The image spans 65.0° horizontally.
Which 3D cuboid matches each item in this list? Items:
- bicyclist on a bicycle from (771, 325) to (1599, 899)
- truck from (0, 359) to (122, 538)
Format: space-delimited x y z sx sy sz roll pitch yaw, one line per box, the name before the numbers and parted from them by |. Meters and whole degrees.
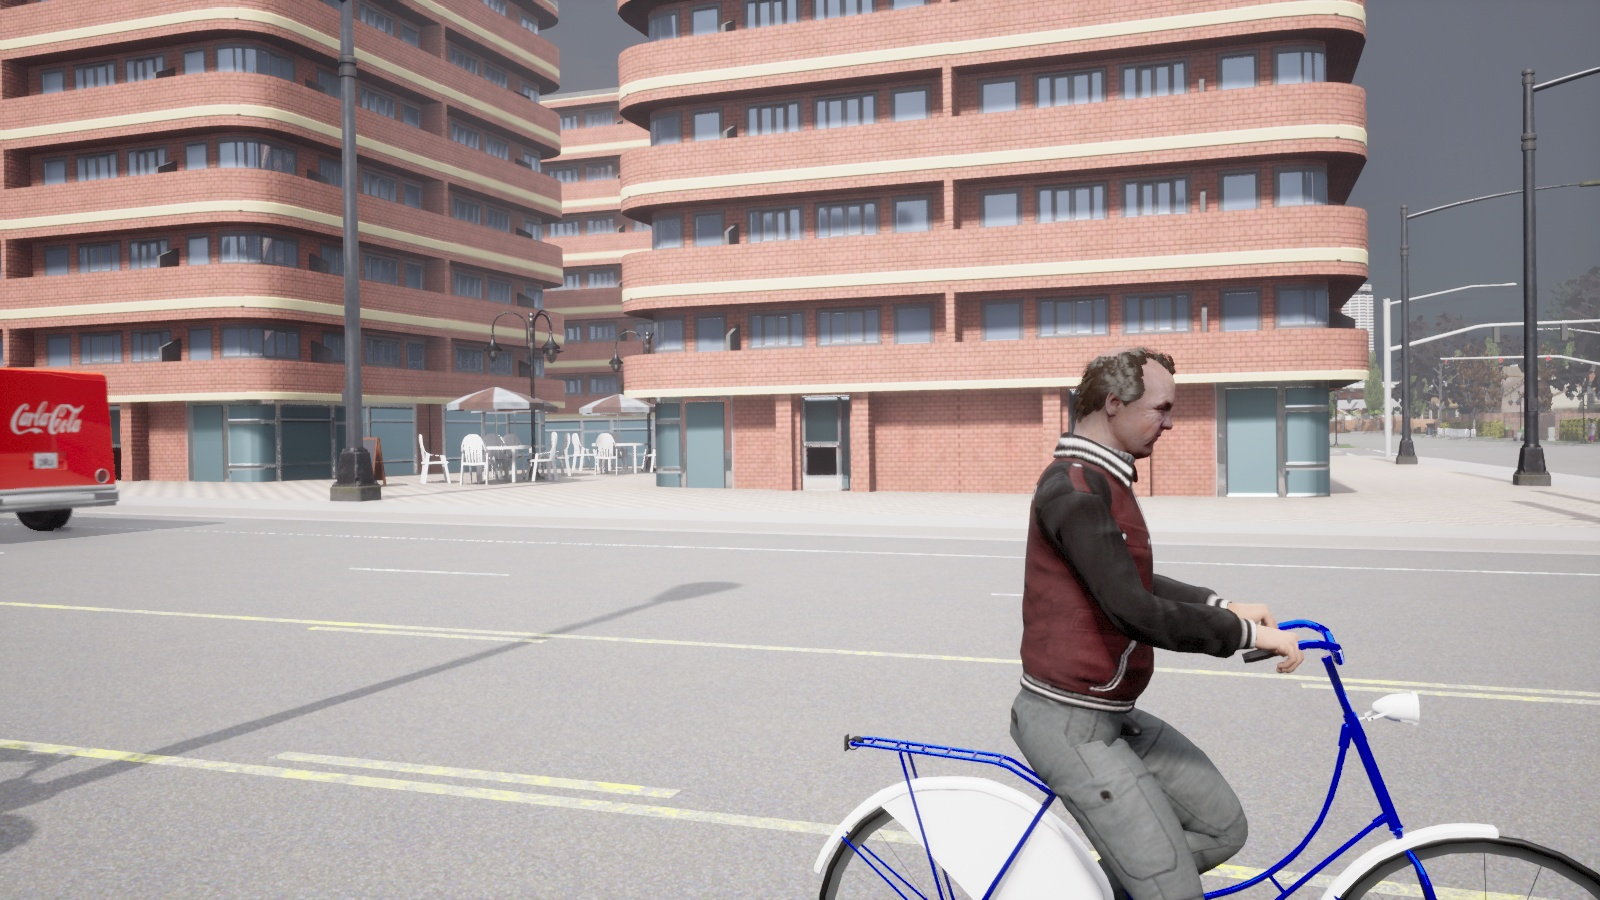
bicyclist on a bicycle | 0.914 0.654 2.814 1.843 1.776 0.659 0 1 18
truck | -13.258 -0.074 18.808 5.204 2.467 2.627 1 1 19
